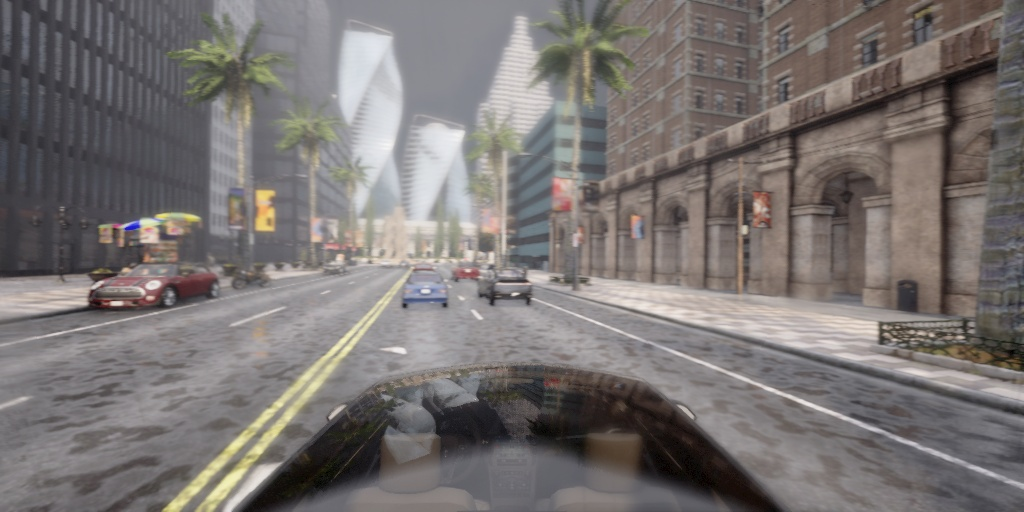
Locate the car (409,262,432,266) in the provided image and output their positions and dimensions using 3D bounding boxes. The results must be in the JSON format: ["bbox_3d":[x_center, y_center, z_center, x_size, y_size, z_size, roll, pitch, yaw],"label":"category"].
[{"bbox_3d":[-7.554,1.342,30.634,1.882,1.535,5.008,1,0,-14],"label":"car"}]

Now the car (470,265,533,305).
[{"bbox_3d":[-0.460,1.348,16.762,2.128,1.511,4.902,1,0,-14],"label":"car"}]

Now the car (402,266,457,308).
[{"bbox_3d":[-3.784,1.350,15.615,2.033,1.411,5.357,1,0,-14],"label":"car"}]

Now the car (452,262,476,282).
[{"bbox_3d":[-4.066,1.263,31.109,2.097,1.767,4.553,1,-1,-14],"label":"car"}]
